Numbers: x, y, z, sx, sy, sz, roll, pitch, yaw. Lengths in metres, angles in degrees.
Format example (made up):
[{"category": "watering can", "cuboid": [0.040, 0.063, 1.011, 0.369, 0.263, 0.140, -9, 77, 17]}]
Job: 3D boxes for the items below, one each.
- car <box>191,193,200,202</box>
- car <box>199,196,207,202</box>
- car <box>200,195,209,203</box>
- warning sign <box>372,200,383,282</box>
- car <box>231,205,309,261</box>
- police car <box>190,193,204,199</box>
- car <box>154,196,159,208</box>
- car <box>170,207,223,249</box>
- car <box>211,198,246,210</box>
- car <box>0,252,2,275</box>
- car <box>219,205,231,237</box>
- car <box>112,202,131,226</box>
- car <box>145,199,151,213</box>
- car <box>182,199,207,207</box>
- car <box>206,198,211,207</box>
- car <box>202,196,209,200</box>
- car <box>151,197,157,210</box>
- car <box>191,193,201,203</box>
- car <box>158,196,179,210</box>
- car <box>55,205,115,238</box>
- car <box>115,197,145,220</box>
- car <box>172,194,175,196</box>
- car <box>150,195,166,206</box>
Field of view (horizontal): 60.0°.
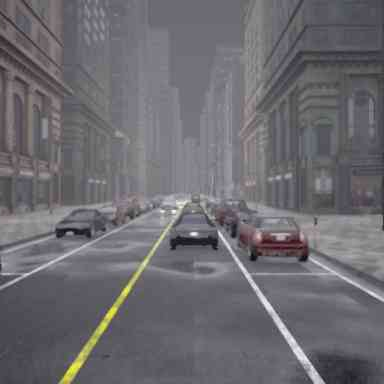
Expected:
[{"category": "car", "cuboid": [0.895, 1.356, 83.619, 2.150, 2.045, 5.566, 0, 0, 0]}, {"category": "car", "cuboid": [2.760, 1.660, 85.281, 1.752, 1.417, 4.829, 0, 0, 0]}, {"category": "car", "cuboid": [2.762, 1.555, 73.906, 1.967, 1.590, 4.097, 0, 0, 0]}, {"category": "warning sign", "cuboid": [5.064, 1.127, 7.591, 1.300, 1.860, 1.060, 0, 0, 0]}, {"category": "car", "cuboid": [2.766, 1.459, 12.283, 1.967, 1.590, 4.097, 0, 0, 0]}, {"category": "police car", "cuboid": [0.896, 1.530, 67.697, 1.930, 1.638, 5.238, 0, 0, 0]}, {"category": "car", "cuboid": [-5.762, 1.635, 45.890, 1.947, 1.339, 4.313, 0, 0, 0]}, {"category": "car", "cuboid": [0.086, 1.586, 14.791, 1.994, 1.385, 4.181, 0, 0, 0]}, {"category": "car", "cuboid": [2.765, 1.350, 23.487, 2.192, 1.841, 5.009, 0, 0, 0]}, {"category": "car", "cuboid": [-5.759, 1.450, 6.678, 1.967, 1.590, 4.097, 0, 0, 0]}, {"category": "car", "cuboid": [2.765, 1.593, 17.885, 1.947, 1.339, 4.313, 0, 0, 0]}, {"category": "car", "cuboid": [-5.761, 1.617, 23.483, 1.802, 1.307, 4.206, 0, 0, 0]}, {"category": "car", "cuboid": [-5.761, 1.577, 34.517, 1.752, 1.417, 4.829, 0, 0, 0]}, {"category": "car", "cuboid": [0.086, 1.609, 29.960, 1.994, 1.385, 4.181, 0, 0, 0]}, {"category": "car", "cuboid": [2.764, 1.603, 34.692, 2.008, 1.369, 4.403, 0, 0, 0]}, {"category": "car", "cuboid": [2.763, 1.614, 45.896, 1.887, 1.381, 4.507, 0, 0, 0]}, {"category": "car", "cuboid": [-5.762, 1.611, 40.288, 2.008, 1.369, 4.403, 0, 0, 0]}, {"category": "car", "cuboid": [0.816, 1.344, 77.610, 2.150, 2.045, 5.566, 0, 0, -1]}, {"category": "car", "cuboid": [-3.091, 1.593, 44.579, 1.812, 1.442, 4.674, 0, 0, 0]}, {"category": "car", "cuboid": [-5.760, 1.592, 17.881, 1.947, 1.339, 4.313, 0, 0, 0]}, {"category": "car", "cuboid": [-5.760, 1.358, 29.085, 2.192, 1.841, 5.009, 0, 0, 0]}, {"category": "car", "cuboid": [-5.765, 1.706, 79.500, 1.802, 1.307, 4.206, 0, 0, 0]}, {"category": "car", "cuboid": [-5.762, 1.402, 57.094, 2.192, 1.841, 5.009, 0, 0, 0]}]
